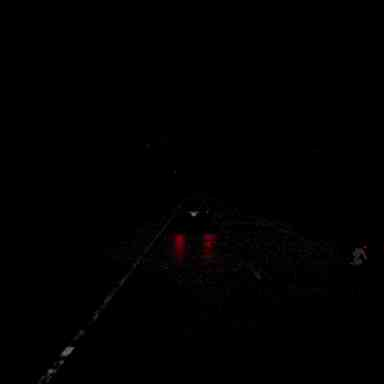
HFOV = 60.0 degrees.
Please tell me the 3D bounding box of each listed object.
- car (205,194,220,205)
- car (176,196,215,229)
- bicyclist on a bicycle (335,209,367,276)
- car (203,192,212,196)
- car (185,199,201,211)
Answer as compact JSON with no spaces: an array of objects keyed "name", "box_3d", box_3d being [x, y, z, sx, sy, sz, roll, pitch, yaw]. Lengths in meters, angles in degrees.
[{"name":"car","box_3d":[3.624,1.485,55.789,1.994,1.385,4.181,0,0,0]},{"name":"car","box_3d":[0.107,1.321,21.267,2.097,1.767,4.553,0,0,0]},{"name":"bicyclist on a bicycle","box_3d":[4.469,1.356,9.470,0.659,1.776,1.843,0,0,0]},{"name":"car","box_3d":[3.533,1.123,73.653,2.150,2.045,5.566,0,0,0]},{"name":"car","box_3d":[0.115,1.542,40.798,1.895,1.301,4.718,0,0,0]}]
